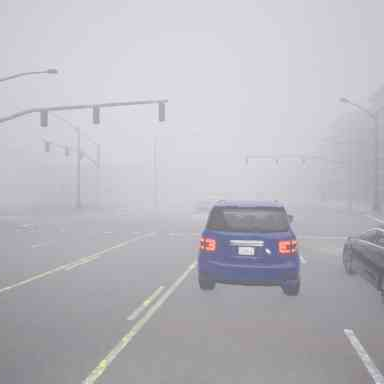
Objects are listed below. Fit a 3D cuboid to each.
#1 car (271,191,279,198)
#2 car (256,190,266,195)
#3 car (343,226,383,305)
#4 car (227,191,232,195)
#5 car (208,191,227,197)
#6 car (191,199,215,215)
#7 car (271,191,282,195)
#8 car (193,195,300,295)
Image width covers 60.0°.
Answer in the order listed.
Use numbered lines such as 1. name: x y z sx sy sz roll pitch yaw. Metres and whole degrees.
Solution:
1. car: 21.057 0.609 84.593 1.837 1.490 4.892 0 1 11
2. car: 15.636 0.904 75.482 1.994 1.385 4.181 0 1 11
3. car: 4.822 1.492 7.464 2.128 1.511 4.902 0 0 11
4. car: 7.159 0.723 68.905 2.150 2.045 5.566 0 1 11
5. car: 3.919 0.996 53.452 2.150 2.045 5.566 0 1 11
6. car: 1.051 1.503 34.481 2.033 1.411 5.357 0 0 -3
7. car: 19.059 0.707 74.747 2.097 1.767 4.553 0 1 11
8. car: 1.562 1.221 9.002 2.150 2.045 5.566 0 0 11
